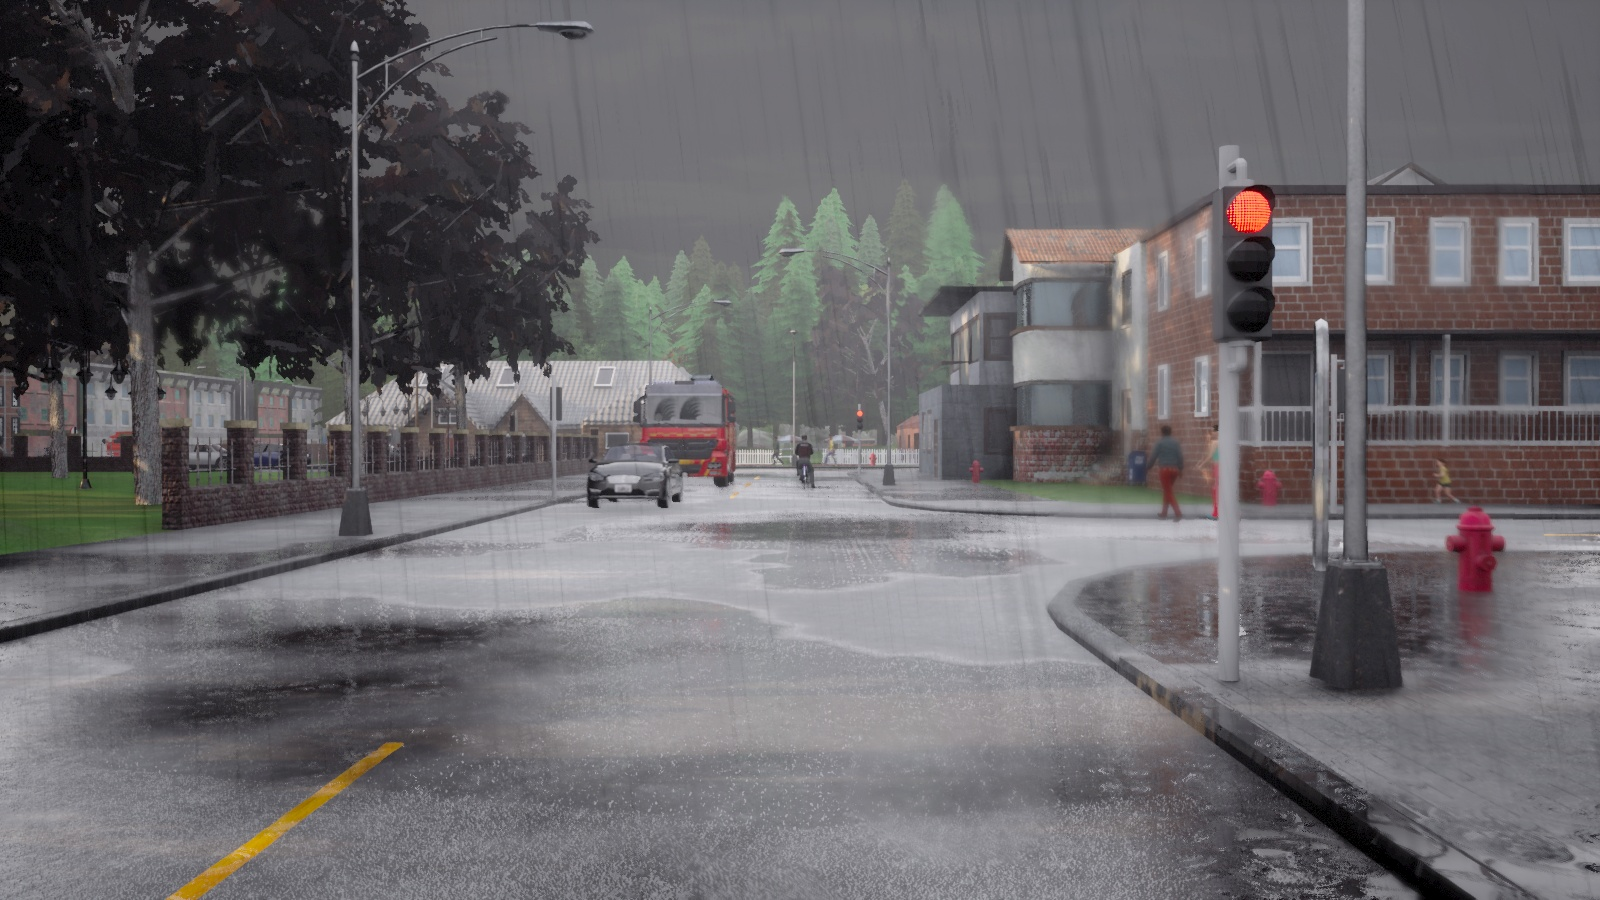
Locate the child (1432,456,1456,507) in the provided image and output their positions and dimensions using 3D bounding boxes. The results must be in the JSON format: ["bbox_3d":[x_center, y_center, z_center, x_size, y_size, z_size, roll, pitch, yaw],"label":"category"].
[{"bbox_3d":[14.070,0.693,27.451,0.394,1.110,0.255,0,0,-6],"label":"child"}]

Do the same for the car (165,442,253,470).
[{"bbox_3d":[-31.765,0.305,67.616,3.806,1.475,1.970,0,0,-1],"label":"car"}]

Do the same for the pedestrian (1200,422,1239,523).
[{"bbox_3d":[7.732,0.412,23.149,0.345,1.836,0.594,0,0,-36],"label":"pedestrian"}]

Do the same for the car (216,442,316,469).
[{"bbox_3d":[-30.423,0.317,71.664,4.792,1.488,2.163,0,0,0],"label":"car"}]

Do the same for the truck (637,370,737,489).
[{"bbox_3d":[-3.852,-0.673,44.587,2.891,3.827,8.468,0,0,-1],"label":"truck"}]

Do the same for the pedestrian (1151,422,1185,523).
[{"bbox_3d":[6.818,0.410,23.275,0.353,1.847,0.614,0,0,-10],"label":"pedestrian"}]

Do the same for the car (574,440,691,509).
[{"bbox_3d":[-3.893,0.530,30.010,2.128,1.511,4.902,0,0,0],"label":"car"}]
